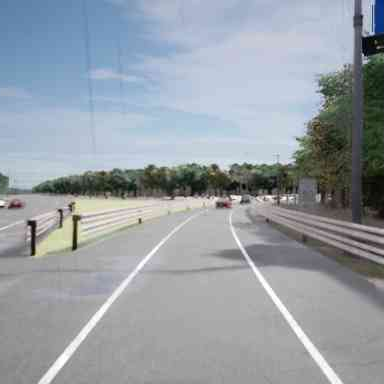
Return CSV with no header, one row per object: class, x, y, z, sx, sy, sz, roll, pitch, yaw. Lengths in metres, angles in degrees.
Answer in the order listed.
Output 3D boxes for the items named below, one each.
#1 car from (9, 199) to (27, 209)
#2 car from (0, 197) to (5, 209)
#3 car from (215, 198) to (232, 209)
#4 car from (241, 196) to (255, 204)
car,-28.531,1.914,54.620,2.097,1.767,4.553,0,-1,-19
car,-32.262,1.766,54.422,2.150,2.045,5.566,1,-1,-19
car,4.665,1.663,48.529,1.882,1.535,5.008,1,0,15
car,11.785,1.555,69.422,2.097,1.767,4.553,1,0,26
